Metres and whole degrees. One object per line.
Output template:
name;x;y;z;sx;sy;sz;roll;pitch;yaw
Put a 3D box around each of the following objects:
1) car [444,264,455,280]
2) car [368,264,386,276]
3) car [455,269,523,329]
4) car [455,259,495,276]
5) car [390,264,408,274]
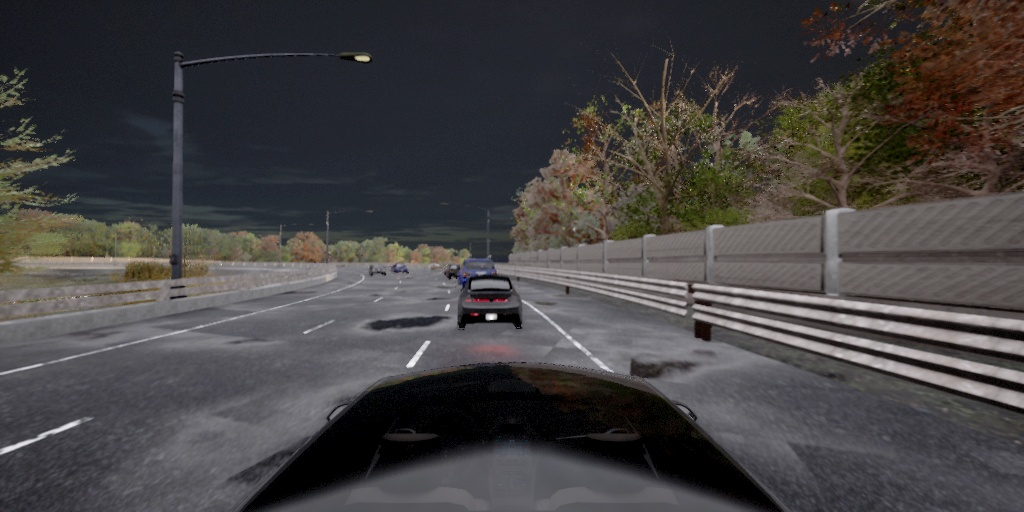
car;-5.805;1.603;37.401;1.882;1.535;5.008;0;0;-14
car;-17.384;1.777;46.206;2.033;1.411;5.357;0;-1;-25
car;-0.768;1.360;11.755;1.837;1.490;4.892;0;0;-5
car;-2.233;1.194;22.626;2.150;2.045;5.566;0;0;-11
car;-16.341;1.812;51.890;1.812;1.442;4.674;0;-1;-28
